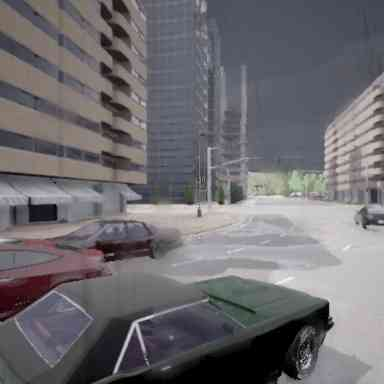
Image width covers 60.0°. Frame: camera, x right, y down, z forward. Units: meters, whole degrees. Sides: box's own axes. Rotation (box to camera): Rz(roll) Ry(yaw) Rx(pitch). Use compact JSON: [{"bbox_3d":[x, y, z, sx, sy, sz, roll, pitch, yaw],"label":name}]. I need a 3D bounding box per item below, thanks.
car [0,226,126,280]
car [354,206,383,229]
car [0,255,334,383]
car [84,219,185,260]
[{"bbox_3d":[-3.745,1.588,5.843,4.674,1.442,1.812,0,0,-38],"label":"car"},{"bbox_3d":[12.191,1.659,22.345,1.812,1.442,4.674,0,0,19],"label":"car"},{"bbox_3d":[-0.373,1.634,3.756,4.718,1.301,1.895,0,-1,-39],"label":"car"},{"bbox_3d":[-2.680,1.647,11.136,5.357,1.411,2.033,0,-1,-44],"label":"car"}]
